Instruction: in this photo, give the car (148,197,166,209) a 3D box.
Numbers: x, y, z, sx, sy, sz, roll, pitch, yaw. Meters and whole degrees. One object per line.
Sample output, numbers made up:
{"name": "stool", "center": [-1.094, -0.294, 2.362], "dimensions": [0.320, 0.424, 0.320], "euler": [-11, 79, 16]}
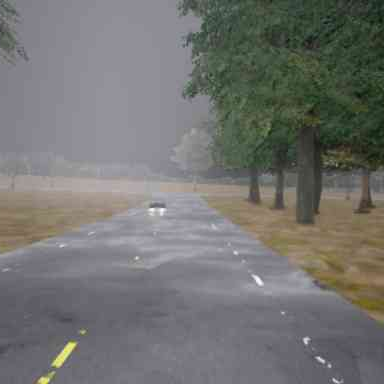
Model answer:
{"name": "car", "center": [-4.279, 1.317, 41.704], "dimensions": [1.994, 1.385, 4.181], "euler": [0, 1, -1]}
